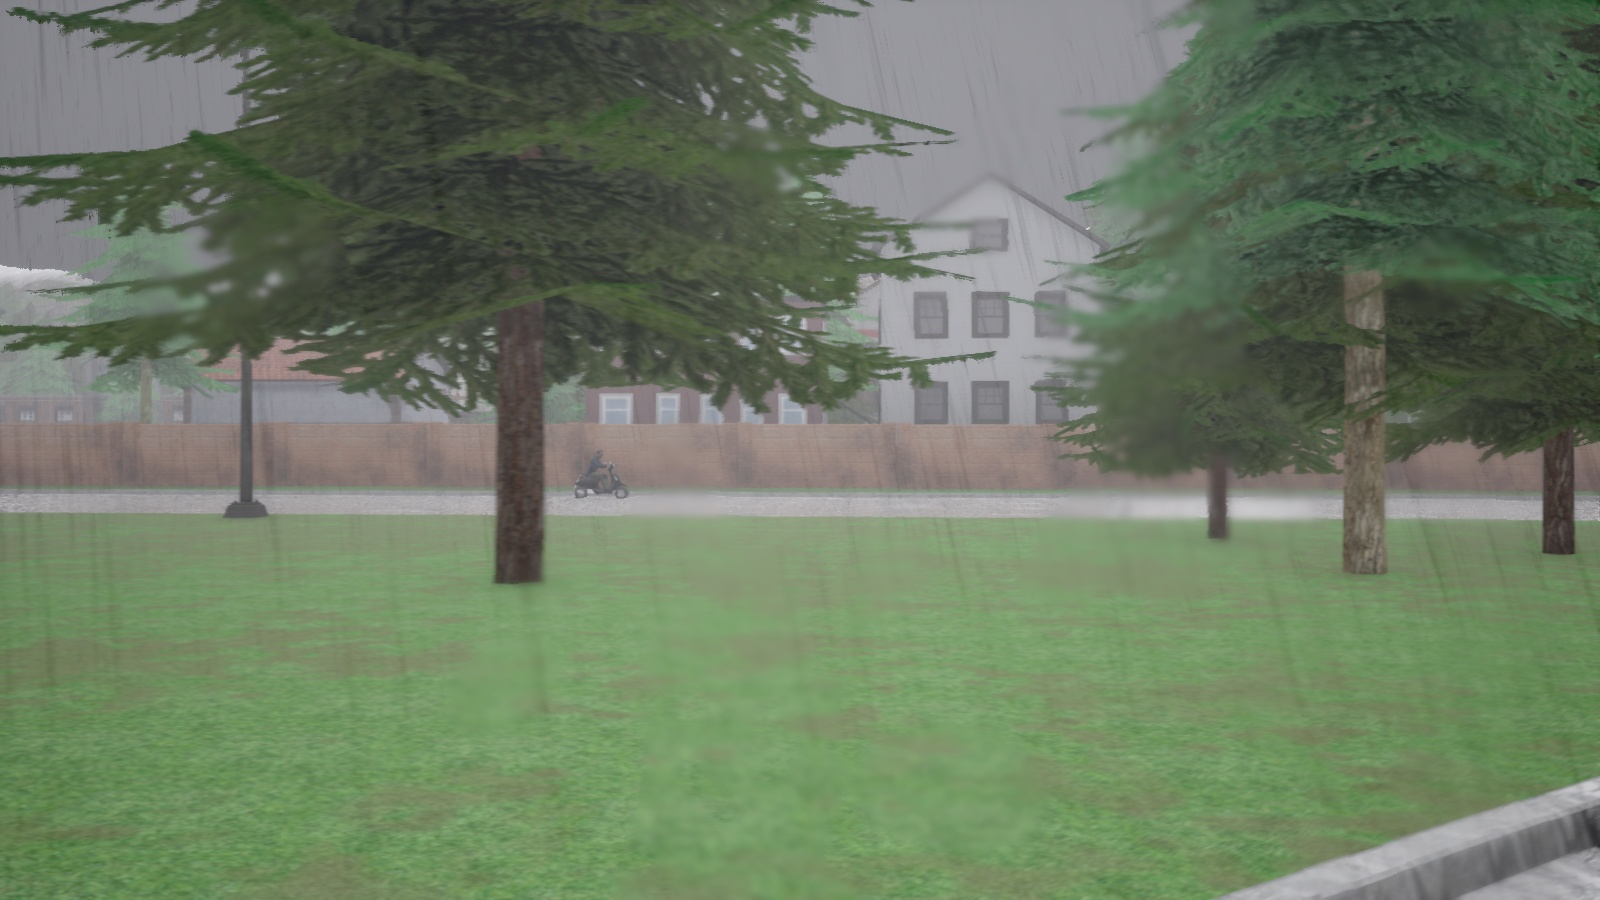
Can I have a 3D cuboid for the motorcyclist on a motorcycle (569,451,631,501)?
[{"bbox_3d":[-6.403,0.816,40.278,1.817,1.590,0.866,0,0,3],"label":"motorcyclist on a motorcycle"}]
